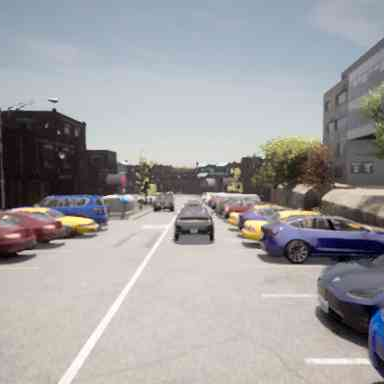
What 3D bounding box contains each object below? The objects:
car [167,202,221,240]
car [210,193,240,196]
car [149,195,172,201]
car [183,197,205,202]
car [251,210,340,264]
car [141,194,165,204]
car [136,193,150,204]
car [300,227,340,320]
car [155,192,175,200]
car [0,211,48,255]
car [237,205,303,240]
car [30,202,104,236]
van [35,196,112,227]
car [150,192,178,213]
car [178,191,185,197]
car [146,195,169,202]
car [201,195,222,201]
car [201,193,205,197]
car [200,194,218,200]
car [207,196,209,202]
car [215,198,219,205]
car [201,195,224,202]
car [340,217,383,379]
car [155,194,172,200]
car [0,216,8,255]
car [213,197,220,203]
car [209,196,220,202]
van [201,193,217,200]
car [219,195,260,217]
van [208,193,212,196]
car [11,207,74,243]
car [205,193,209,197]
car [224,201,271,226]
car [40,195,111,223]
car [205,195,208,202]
[{"bbox_3d":[0.098,1.484,16.829,2.128,1.511,4.902,0,0,0],"label":"car"},{"bbox_3d":[4.691,1.346,39.169,4.553,1.767,2.185,0,0,0],"label":"car"},{"bbox_3d":[-7.842,1.466,83.137,5.366,1.575,1.946,0,0,0],"label":"car"},{"bbox_3d":[0.103,1.518,33.070,1.812,1.442,4.674,0,0,0],"label":"car"},{"bbox_3d":[4.683,1.503,11.231,4.792,1.488,2.163,0,0,0],"label":"car"},{"bbox_3d":[-7.631,1.344,65.383,4.553,1.767,2.185,0,0,0],"label":"car"},{"bbox_3d":[-7.691,1.219,62.570,5.566,2.045,2.435,0,0,0],"label":"car"},{"bbox_3d":[4.623,1.503,5.644,4.792,1.488,2.163,0,0,0],"label":"car"},{"bbox_3d":[-7.626,1.142,94.790,5.566,2.045,2.435,0,1,0],"label":"car"},{"bbox_3d":[-7.674,1.514,11.090,4.674,1.452,2.002,0,0,0],"label":"car"},{"bbox_3d":[4.840,1.470,14.025,5.366,1.575,1.946,0,0,0],"label":"car"},{"bbox_3d":[-7.490,1.470,16.673,5.366,1.575,1.946,0,0,0],"label":"car"},{"bbox_3d":[-7.791,1.247,22.130,4.442,1.987,1.878,0,0,0],"label":"van"},{"bbox_3d":[-3.083,1.212,37.812,2.150,2.045,5.566,0,0,0],"label":"car"},{"bbox_3d":[-2.978,0.830,79.346,2.150,2.045,5.566,0,0,0],"label":"car"},{"bbox_3d":[-7.689,1.499,74.323,4.792,1.488,2.163,0,0,0],"label":"car"},{"bbox_3d":[4.666,1.470,81.197,4.892,1.521,2.231,0,0,0],"label":"car"},{"bbox_3d":[4.692,1.219,53.137,5.566,2.045,2.435,0,0,0],"label":"car"},{"bbox_3d":[4.669,1.436,92.260,4.892,1.521,2.231,0,1,0],"label":"car"},{"bbox_3d":[4.659,1.511,41.961,4.674,1.452,2.002,0,0,0],"label":"car"},{"bbox_3d":[4.652,1.473,27.993,4.892,1.521,2.231,0,0,0],"label":"car"},{"bbox_3d":[4.665,1.469,75.486,5.008,1.535,2.097,0,0,0],"label":"car"},{"bbox_3d":[4.623,1.223,2.850,5.566,2.045,2.435,0,0,0],"label":"car"},{"bbox_3d":[-7.625,1.338,89.019,4.553,1.767,2.185,0,0,0],"label":"car"},{"bbox_3d":[-7.649,1.504,8.300,4.792,1.488,2.163,0,0,0],"label":"car"},{"bbox_3d":[4.664,1.473,30.787,4.892,1.521,2.231,0,0,0],"label":"car"},{"bbox_3d":[4.655,1.471,36.499,5.008,1.535,2.097,0,0,0],"label":"car"},{"bbox_3d":[4.558,1.236,89.450,4.442,1.987,1.878,0,0,0],"label":"van"},{"bbox_3d":[4.625,1.347,25.201,4.553,1.767,2.185,0,0,0],"label":"car"},{"bbox_3d":[4.779,1.245,44.755,4.442,1.987,1.878,0,0,0],"label":"van"},{"bbox_3d":[-7.674,1.514,13.757,4.674,1.452,2.002,0,0,0],"label":"car"},{"bbox_3d":[4.633,1.345,50.342,4.553,1.767,2.185,0,0,0],"label":"car"},{"bbox_3d":[4.841,1.470,19.612,5.366,1.575,1.946,0,0,0],"label":"car"},{"bbox_3d":[-7.703,1.222,19.339,5.566,2.045,2.435,0,0,0],"label":"car"},{"bbox_3d":[4.691,1.500,47.551,4.792,1.488,2.163,0,0,0],"label":"car"}]
